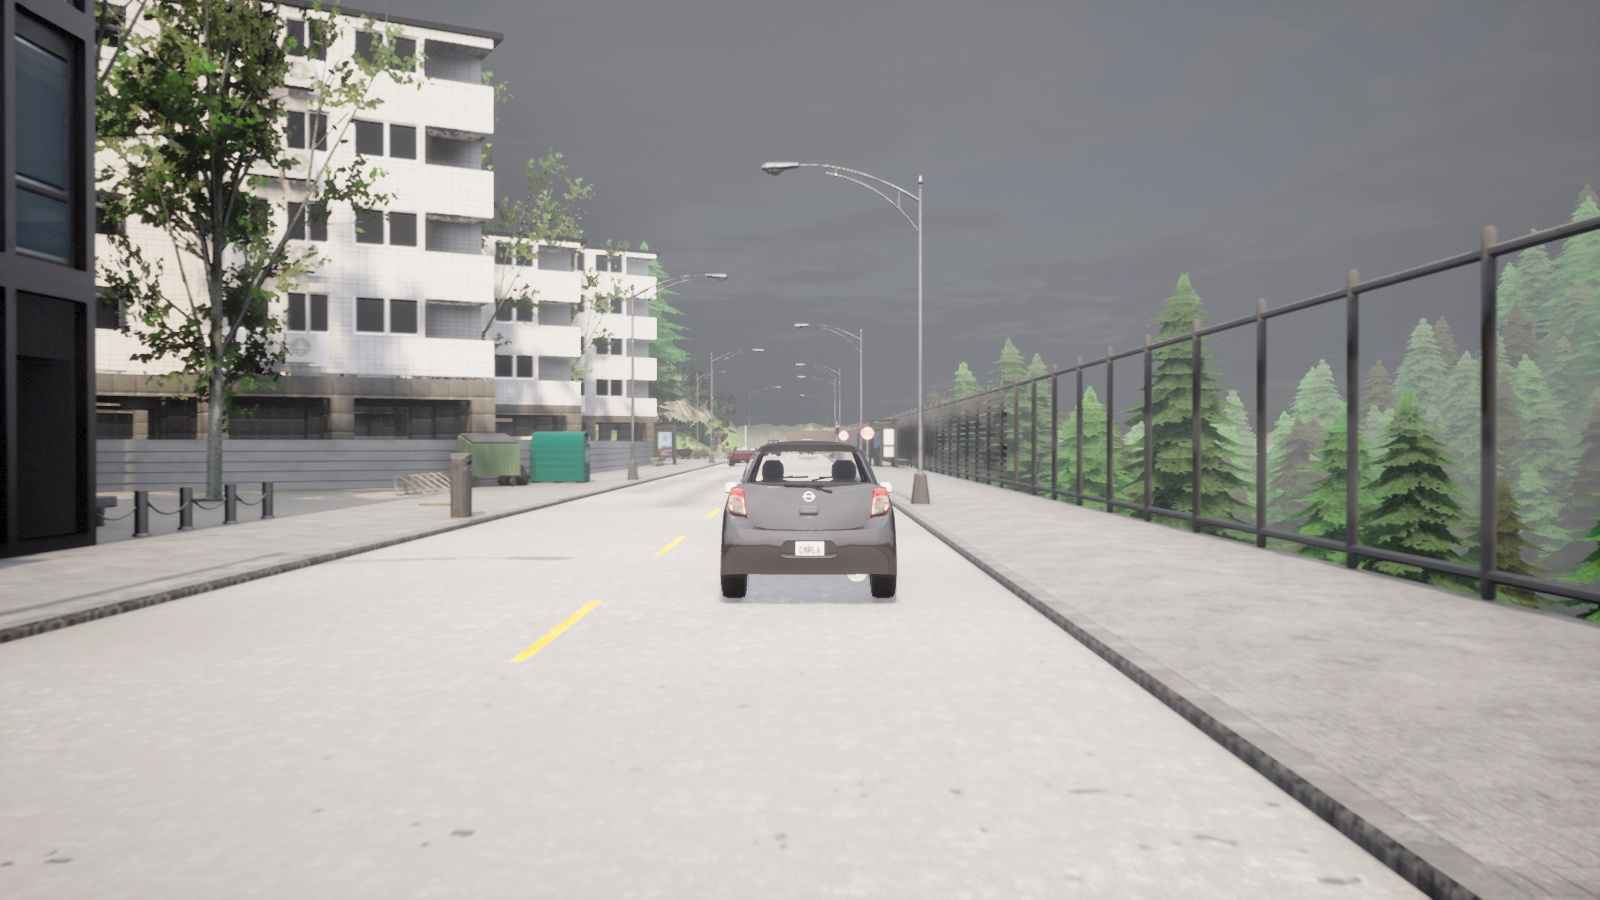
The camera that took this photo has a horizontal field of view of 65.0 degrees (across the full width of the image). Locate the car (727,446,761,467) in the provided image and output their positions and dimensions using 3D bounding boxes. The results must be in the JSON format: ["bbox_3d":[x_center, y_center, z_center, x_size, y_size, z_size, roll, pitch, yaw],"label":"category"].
[{"bbox_3d":[-3.557,0.392,80.202,1.895,1.301,4.718,0,0,0],"label":"car"}]

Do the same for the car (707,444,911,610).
[{"bbox_3d":[0.087,0.686,13.191,1.845,1.501,3.633,0,0,0],"label":"car"}]
